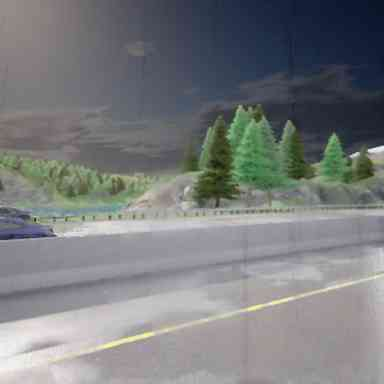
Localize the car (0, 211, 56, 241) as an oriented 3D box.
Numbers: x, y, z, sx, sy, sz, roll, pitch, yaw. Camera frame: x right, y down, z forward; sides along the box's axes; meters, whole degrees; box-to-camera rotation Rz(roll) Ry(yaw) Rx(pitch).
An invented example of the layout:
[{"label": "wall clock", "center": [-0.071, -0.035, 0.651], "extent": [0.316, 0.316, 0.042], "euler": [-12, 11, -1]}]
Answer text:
[{"label": "car", "center": [-7.250, 1.605, 11.594], "extent": [4.674, 1.442, 1.812], "euler": [0, 0, -33]}]

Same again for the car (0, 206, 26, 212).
[{"label": "car", "center": [-12.667, 1.644, 20.612], "extent": [4.892, 1.490, 1.837], "euler": [0, 0, -33]}]

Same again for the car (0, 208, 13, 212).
[{"label": "car", "center": [-11.985, 1.716, 16.880], "extent": [4.718, 1.301, 1.895], "euler": [0, 0, -33]}]
